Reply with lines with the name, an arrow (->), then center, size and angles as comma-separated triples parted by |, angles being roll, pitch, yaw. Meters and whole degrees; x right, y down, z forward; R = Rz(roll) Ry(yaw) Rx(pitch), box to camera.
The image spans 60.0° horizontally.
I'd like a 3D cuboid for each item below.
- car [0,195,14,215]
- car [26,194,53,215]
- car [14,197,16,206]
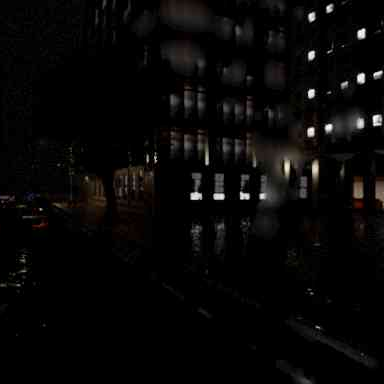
car -> -16.673, 1.231, 28.581 | 1.895, 1.301, 4.718 | 0, 1, -27
car -> -13.485, 1.149, 29.483 | 1.837, 1.490, 4.892 | 0, 0, -27
car -> -22.742, 1.045, 40.608 | 1.994, 1.385, 4.181 | 0, 1, -26
